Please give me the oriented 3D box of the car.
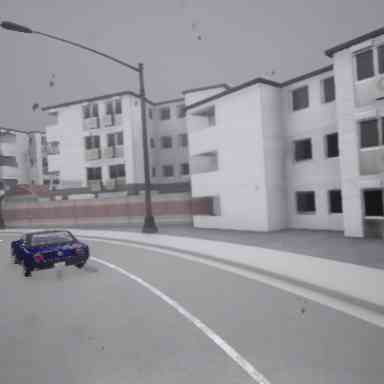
[{"bbox_3d":[-5.329,2.046,12.091,1.895,1.301,4.718,-3,-1,-34],"label":"car"}]
